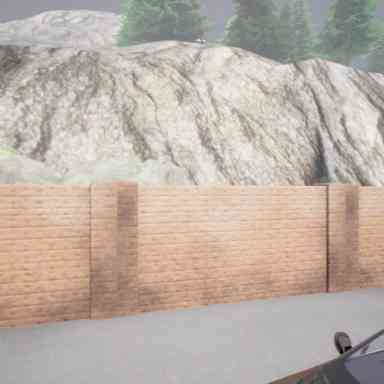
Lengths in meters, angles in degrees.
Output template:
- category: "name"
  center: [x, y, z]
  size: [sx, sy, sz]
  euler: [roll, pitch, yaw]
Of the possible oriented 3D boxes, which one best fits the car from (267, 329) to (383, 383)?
- category: "car"
  center: [2.148, 1.492, 1.920]
  size: [4.902, 1.511, 2.128]
  euler: [0, 0, -18]
